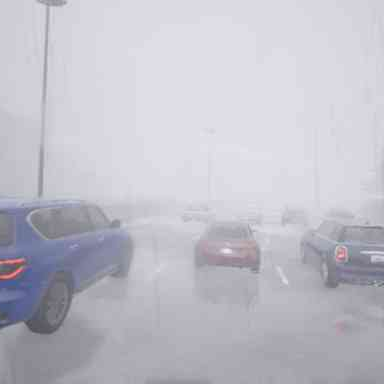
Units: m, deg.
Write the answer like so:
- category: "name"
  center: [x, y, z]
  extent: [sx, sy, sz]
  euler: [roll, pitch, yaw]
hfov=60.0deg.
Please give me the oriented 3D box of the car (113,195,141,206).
- category: "car"
  center: [-9.786, 1.266, 50.364]
  extent: [1.994, 1.385, 4.181]
  euler: [2, 0, 22]

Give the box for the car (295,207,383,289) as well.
- category: "car"
  center: [4.581, 1.560, 9.751]
  extent: [2.097, 1.767, 4.553]
  euler: [2, 0, 8]

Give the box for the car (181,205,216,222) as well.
- category: "car"
  center: [0.660, 1.679, 25.875]
  extent: [1.895, 1.301, 4.718]
  euler: [2, 0, 14]

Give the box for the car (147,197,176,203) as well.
- category: "car"
  center: [-3.706, 1.490, 46.868]
  extent: [2.033, 1.411, 5.357]
  euler: [2, 0, 22]

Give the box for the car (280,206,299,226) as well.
- category: "car"
  center: [8.000, 1.868, 26.191]
  extent: [2.128, 1.511, 4.902]
  euler: [2, 0, 15]

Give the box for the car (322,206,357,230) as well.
- category: "car"
  center: [11.894, 2.015, 27.129]
  extent: [1.882, 1.535, 5.008]
  euler: [2, 0, 16]

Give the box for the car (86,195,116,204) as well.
- category: "car"
  center: [-13.667, 1.144, 50.161]
  extent: [1.895, 1.301, 4.718]
  euler: [2, 0, 22]

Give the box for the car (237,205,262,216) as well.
- category: "car"
  center: [4.820, 1.776, 27.834]
  extent: [1.812, 1.442, 4.674]
  euler: [2, 0, 15]

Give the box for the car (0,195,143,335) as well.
- category: "car"
  center: [-2.901, 1.119, 6.788]
  extent: [2.150, 2.045, 5.566]
  euler: [2, 0, 7]

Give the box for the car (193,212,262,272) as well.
- category: "car"
  center: [1.278, 1.638, 11.290]
  extent: [1.994, 1.385, 4.181]
  euler: [2, 0, 9]

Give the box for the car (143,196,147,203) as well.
- category: "car"
  center: [-7.342, 1.285, 47.083]
  extent: [2.128, 1.511, 4.902]
  euler: [2, 0, 21]
